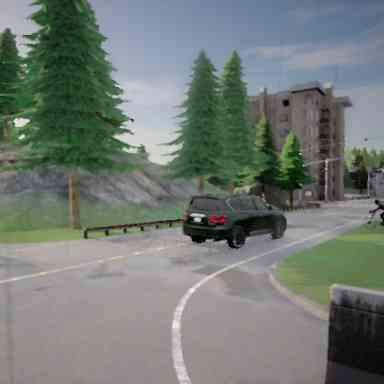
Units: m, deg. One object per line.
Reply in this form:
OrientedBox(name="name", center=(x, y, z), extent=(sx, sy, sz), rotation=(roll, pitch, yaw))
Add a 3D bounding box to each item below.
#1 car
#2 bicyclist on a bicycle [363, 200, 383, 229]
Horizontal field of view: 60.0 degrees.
OrientedBox(name="car", center=(1.979, 1.114, 14.269), extent=(2.150, 2.045, 5.566), rotation=(1, 1, 42))
OrientedBox(name="bicyclist on a bicycle", center=(10.341, 1.258, 18.301), extent=(1.656, 1.620, 0.582), rotation=(1, 1, 36))
